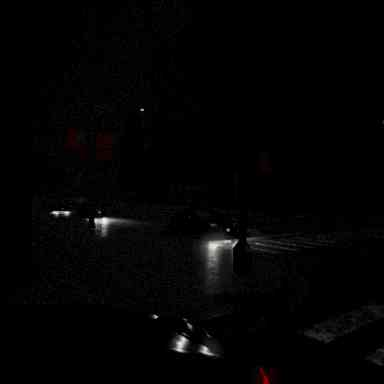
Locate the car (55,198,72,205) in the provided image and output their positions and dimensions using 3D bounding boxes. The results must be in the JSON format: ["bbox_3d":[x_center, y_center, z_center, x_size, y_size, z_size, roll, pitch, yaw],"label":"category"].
[{"bbox_3d":[-25.231,1.855,65.160,1.895,1.301,4.718,0,0,-36],"label":"car"}]

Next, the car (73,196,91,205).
[{"bbox_3d":[-22.011,1.610,66.250,2.097,1.767,4.553,0,0,-36],"label":"car"}]

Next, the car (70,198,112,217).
[{"bbox_3d":[-9.803,1.603,32.200,2.128,1.511,4.902,0,0,-36],"label":"car"}]

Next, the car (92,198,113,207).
[{"bbox_3d":[-15.374,1.780,57.001,1.994,1.385,4.181,0,0,-36],"label":"car"}]

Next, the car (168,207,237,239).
[{"bbox_3d":[0.405,1.568,17.970,1.812,1.442,4.674,0,0,-35],"label":"car"}]

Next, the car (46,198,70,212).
[{"bbox_3d":[-17.219,1.705,42.583,2.033,1.411,5.357,0,0,-35],"label":"car"}]

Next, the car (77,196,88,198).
[{"bbox_3d":[-18.959,1.741,56.428,1.812,1.442,4.674,0,0,-36],"label":"car"}]

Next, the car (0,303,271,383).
[{"bbox_3d":[-1.383,1.564,2.020,4.181,1.385,1.994,0,0,-35],"label":"car"}]
